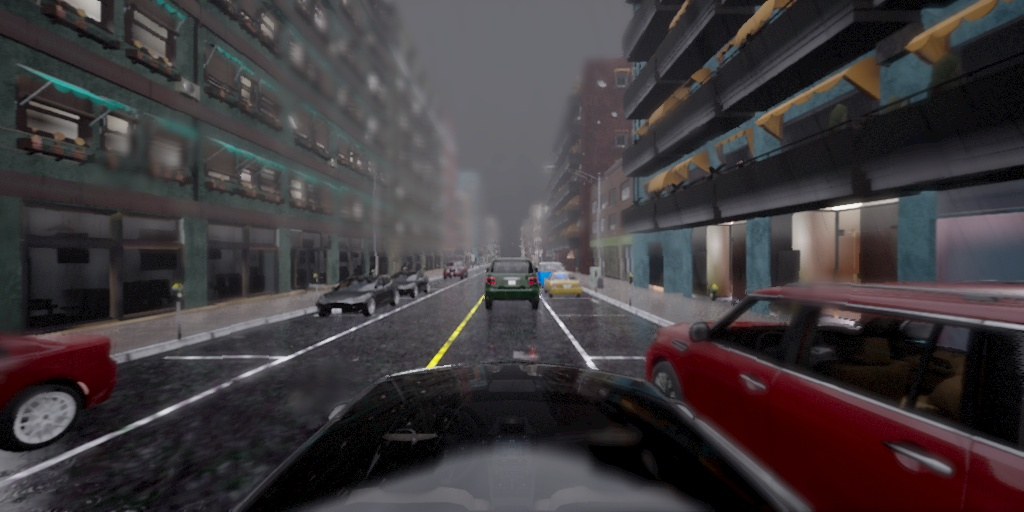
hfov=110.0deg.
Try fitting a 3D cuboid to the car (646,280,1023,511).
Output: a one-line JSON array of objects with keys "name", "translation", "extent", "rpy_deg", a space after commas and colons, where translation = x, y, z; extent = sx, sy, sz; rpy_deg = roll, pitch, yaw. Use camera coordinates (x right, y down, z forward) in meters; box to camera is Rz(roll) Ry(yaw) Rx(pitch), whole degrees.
[{"name": "car", "translation": [2.689, 1.071, 2.446], "extent": [2.192, 1.841, 5.009], "rpy_deg": [0, 0, 0]}]

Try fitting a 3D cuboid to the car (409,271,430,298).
[{"name": "car", "translation": [-5.688, 1.481, 19.504], "extent": [1.948, 1.339, 4.313], "rpy_deg": [0, 0, 0]}]

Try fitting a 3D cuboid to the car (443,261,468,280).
[{"name": "car", "translation": [-5.685, 1.395, 36.558], "extent": [2.192, 1.841, 5.009], "rpy_deg": [0, 0, 0]}]

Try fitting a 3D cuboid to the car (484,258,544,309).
[{"name": "car", "translation": [0.004, 1.098, 15.862], "extent": [2.150, 2.045, 5.566], "rpy_deg": [0, 0, 0]}]

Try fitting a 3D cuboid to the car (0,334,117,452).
[{"name": "car", "translation": [-5.691, 1.302, 2.452], "extent": [1.888, 1.381, 4.507], "rpy_deg": [0, 0, 0]}]

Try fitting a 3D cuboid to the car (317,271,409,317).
[{"name": "car", "translation": [-5.689, 1.428, 13.820], "extent": [1.948, 1.339, 4.313], "rpy_deg": [0, 0, 0]}]

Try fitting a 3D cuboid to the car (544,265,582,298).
[{"name": "car", "translation": [2.693, 1.441, 19.669], "extent": [1.751, 1.417, 4.829], "rpy_deg": [0, 0, 0]}]

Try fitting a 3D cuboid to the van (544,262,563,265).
[{"name": "van", "translation": [2.694, 1.310, 25.184], "extent": [1.690, 1.789, 3.998], "rpy_deg": [0, 0, 0]}]
